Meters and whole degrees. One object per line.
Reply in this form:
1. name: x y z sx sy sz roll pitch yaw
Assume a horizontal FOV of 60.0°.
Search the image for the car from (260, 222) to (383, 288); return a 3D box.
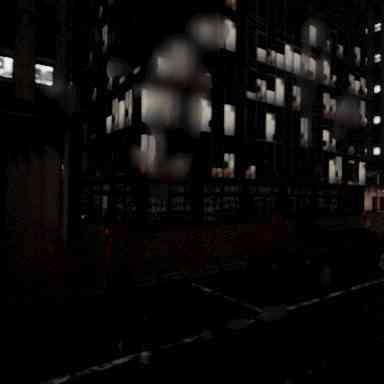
1. car: 3.834 1.562 9.282 4.507 1.381 1.887 0 1 -35
